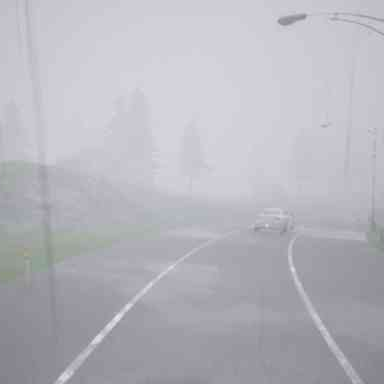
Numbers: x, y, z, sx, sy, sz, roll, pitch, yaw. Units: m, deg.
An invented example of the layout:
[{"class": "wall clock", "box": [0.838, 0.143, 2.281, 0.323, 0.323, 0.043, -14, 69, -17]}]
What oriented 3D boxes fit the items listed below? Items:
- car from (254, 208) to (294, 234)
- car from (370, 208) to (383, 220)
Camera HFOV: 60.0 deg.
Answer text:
[{"class": "car", "box": [5.213, 1.719, 20.851, 1.812, 1.442, 4.674, 1, -1, 25]}, {"class": "car", "box": [25.088, 2.870, 42.884, 4.553, 1.767, 2.097, 5, 0, -31]}]
